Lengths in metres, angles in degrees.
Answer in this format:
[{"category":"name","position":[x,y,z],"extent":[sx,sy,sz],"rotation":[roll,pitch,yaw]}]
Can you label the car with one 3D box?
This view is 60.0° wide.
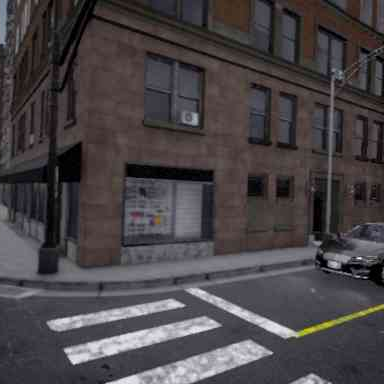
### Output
[{"category":"car","position":[5.775,1.728,10.121],"extent":[4.902,1.511,2.128],"rotation":[2,0,-34]}]
